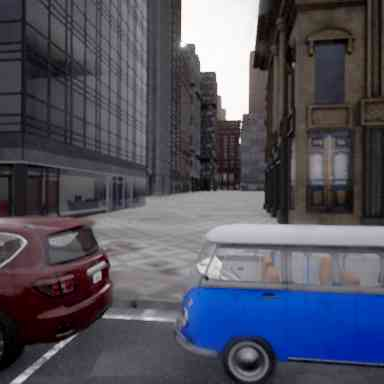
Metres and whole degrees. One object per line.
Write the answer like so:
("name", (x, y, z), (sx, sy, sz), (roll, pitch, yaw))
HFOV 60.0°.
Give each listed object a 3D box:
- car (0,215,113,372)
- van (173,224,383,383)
("car", (-3.733, 1.312, 5.163), (5.009, 1.841, 2.192), (0, 0, 8))
("van", (1.856, 1.340, 4.345), (3.998, 1.788, 1.690), (0, 0, 8))
